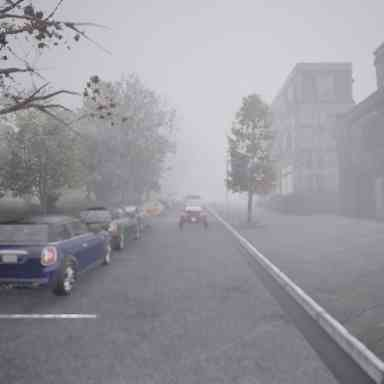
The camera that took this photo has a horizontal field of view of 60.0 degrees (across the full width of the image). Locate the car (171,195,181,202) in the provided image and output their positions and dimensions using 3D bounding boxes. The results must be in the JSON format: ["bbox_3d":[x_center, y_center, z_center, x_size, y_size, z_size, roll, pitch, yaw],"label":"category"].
[{"bbox_3d":[-3.661,1.503,76.021,1.946,1.575,5.366,0,0,2],"label":"car"}]

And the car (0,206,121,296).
[{"bbox_3d":[-3.657,1.388,8.954,2.185,1.767,4.553,0,0,2],"label":"car"}]

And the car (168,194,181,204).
[{"bbox_3d":[-3.665,1.516,59.120,2.097,1.535,5.008,0,0,2],"label":"car"}]

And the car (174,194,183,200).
[{"bbox_3d":[-3.673,1.381,92.516,2.185,1.767,4.553,0,0,2],"label":"car"}]

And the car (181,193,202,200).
[{"bbox_3d":[0.091,1.270,40.816,2.150,2.045,5.566,0,0,-1],"label":"car"}]

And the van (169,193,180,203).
[{"bbox_3d":[-3.663,1.282,70.382,1.878,1.987,4.442,0,0,2],"label":"van"}]

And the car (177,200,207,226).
[{"bbox_3d":[0.097,1.572,23.484,1.812,1.442,4.674,0,0,0],"label":"car"}]

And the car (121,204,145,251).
[{"bbox_3d":[-3.658,1.394,14.525,2.185,1.767,4.553,0,0,2],"label":"car"}]

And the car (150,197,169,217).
[{"bbox_3d":[-3.652,1.526,31.455,1.946,1.575,5.366,0,0,2],"label":"car"}]

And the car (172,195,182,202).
[{"bbox_3d":[-3.669,1.505,81.400,2.097,1.535,5.008,0,0,2],"label":"car"}]

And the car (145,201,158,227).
[{"bbox_3d":[-3.658,1.525,20.121,2.231,1.521,4.892,0,0,2],"label":"car"}]

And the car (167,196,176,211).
[{"bbox_3d":[-3.660,1.557,42.441,2.163,1.488,4.792,0,0,2],"label":"car"}]
